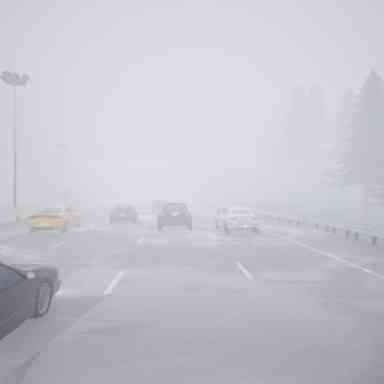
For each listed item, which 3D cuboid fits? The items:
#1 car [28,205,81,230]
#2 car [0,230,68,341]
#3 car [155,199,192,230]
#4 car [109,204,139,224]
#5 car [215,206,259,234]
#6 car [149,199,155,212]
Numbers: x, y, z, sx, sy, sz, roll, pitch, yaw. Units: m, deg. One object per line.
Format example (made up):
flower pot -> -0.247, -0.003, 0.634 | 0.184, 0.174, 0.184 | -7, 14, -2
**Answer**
car -> -8.042, 1.525, 19.922 | 1.882, 1.535, 5.008 | 0, 0, -6
car -> -3.512, 1.562, 4.341 | 2.033, 1.411, 5.357 | 0, 0, -2
car -> -1.213, 1.387, 21.748 | 2.097, 1.767, 4.553 | 0, 0, -6
car -> -5.207, 1.614, 25.758 | 1.994, 1.385, 4.181 | 0, 0, -7
car -> 2.548, 1.550, 19.469 | 1.812, 1.442, 4.674 | 0, 0, -5
car -> -4.075, 1.574, 40.404 | 1.837, 1.490, 4.892 | 0, 0, -11
